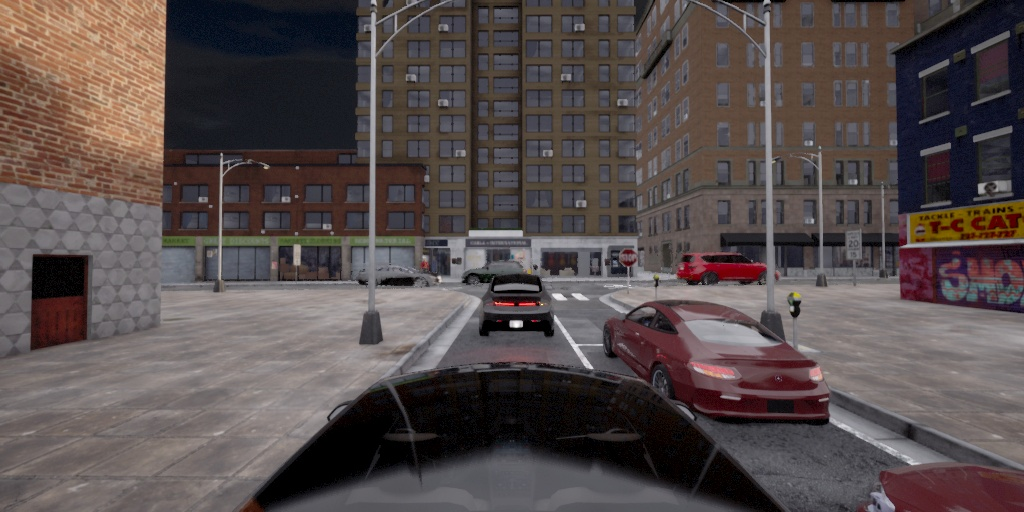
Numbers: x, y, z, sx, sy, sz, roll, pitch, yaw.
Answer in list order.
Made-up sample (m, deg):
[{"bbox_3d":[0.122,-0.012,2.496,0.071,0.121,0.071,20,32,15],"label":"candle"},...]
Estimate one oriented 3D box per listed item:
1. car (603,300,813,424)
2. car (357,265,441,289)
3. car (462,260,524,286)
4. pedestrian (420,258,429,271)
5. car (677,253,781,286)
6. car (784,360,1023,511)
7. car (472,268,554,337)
[{"bbox_3d":[2.645,1.332,5.608,1.802,1.307,4.207,0,0,0],"label":"car"},{"bbox_3d":[-6.834,1.278,21.841,4.902,1.511,2.128,-1,-1,0],"label":"car"},{"bbox_3d":[-1.166,1.138,24.761,4.553,1.767,2.097,-1,-1,0],"label":"car"},{"bbox_3d":[-6.780,1.038,27.706,0.375,1.860,0.375,0,0,0],"label":"pedestrian"},{"bbox_3d":[12.963,0.820,21.728,5.566,2.045,2.150,-1,-1,0],"label":"car"},{"bbox_3d":[2.636,1.332,0.169,1.802,1.307,4.207,0,0,0],"label":"car"},{"bbox_3d":[0.141,1.256,10.348,1.837,1.490,4.892,0,0,1],"label":"car"}]
